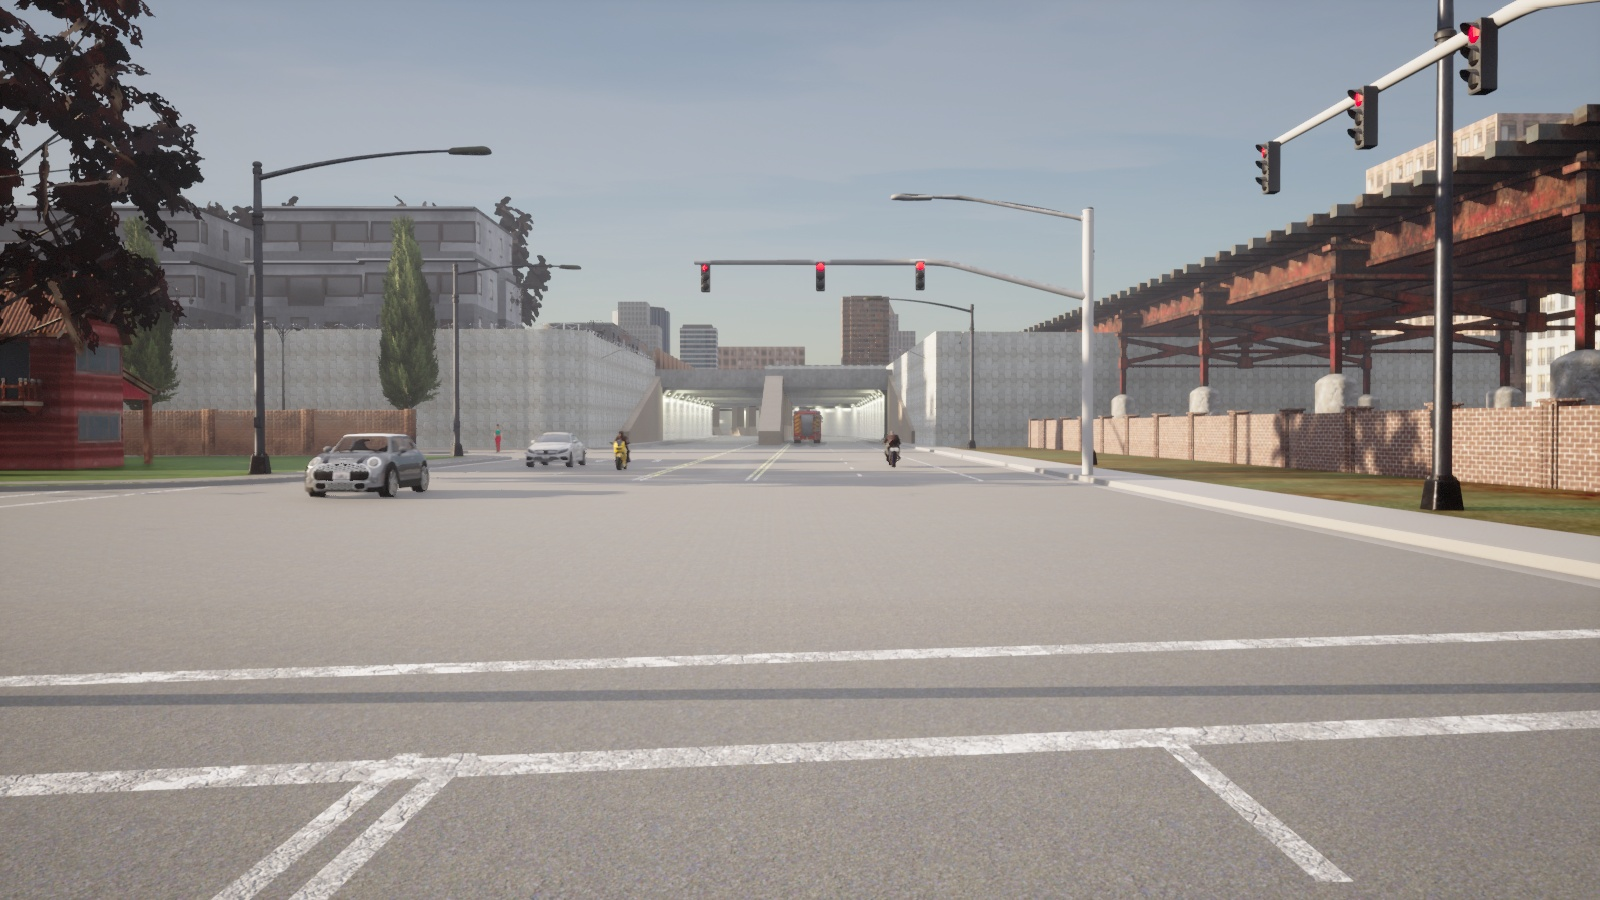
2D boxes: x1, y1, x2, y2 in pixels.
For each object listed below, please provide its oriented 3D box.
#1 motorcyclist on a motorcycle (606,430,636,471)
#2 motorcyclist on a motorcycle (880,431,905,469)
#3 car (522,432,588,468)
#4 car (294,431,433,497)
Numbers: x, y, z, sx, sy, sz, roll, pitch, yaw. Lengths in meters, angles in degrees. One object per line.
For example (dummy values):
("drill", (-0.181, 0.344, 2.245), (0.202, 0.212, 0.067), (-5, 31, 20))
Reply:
("motorcyclist on a motorcycle", (-6.720, 0.011, 47.215), (0.797, 1.523, 2.044), (0, 1, 0))
("motorcyclist on a motorcycle", (3.806, -0.017, 51.921), (0.866, 1.530, 2.191), (0, 1, 0))
("car", (-10.189, -0.040, 52.573), (1.812, 1.442, 4.674), (0, 1, 0))
("car", (-10.317, 0.292, 30.009), (1.970, 1.475, 3.806), (0, 1, 0))
